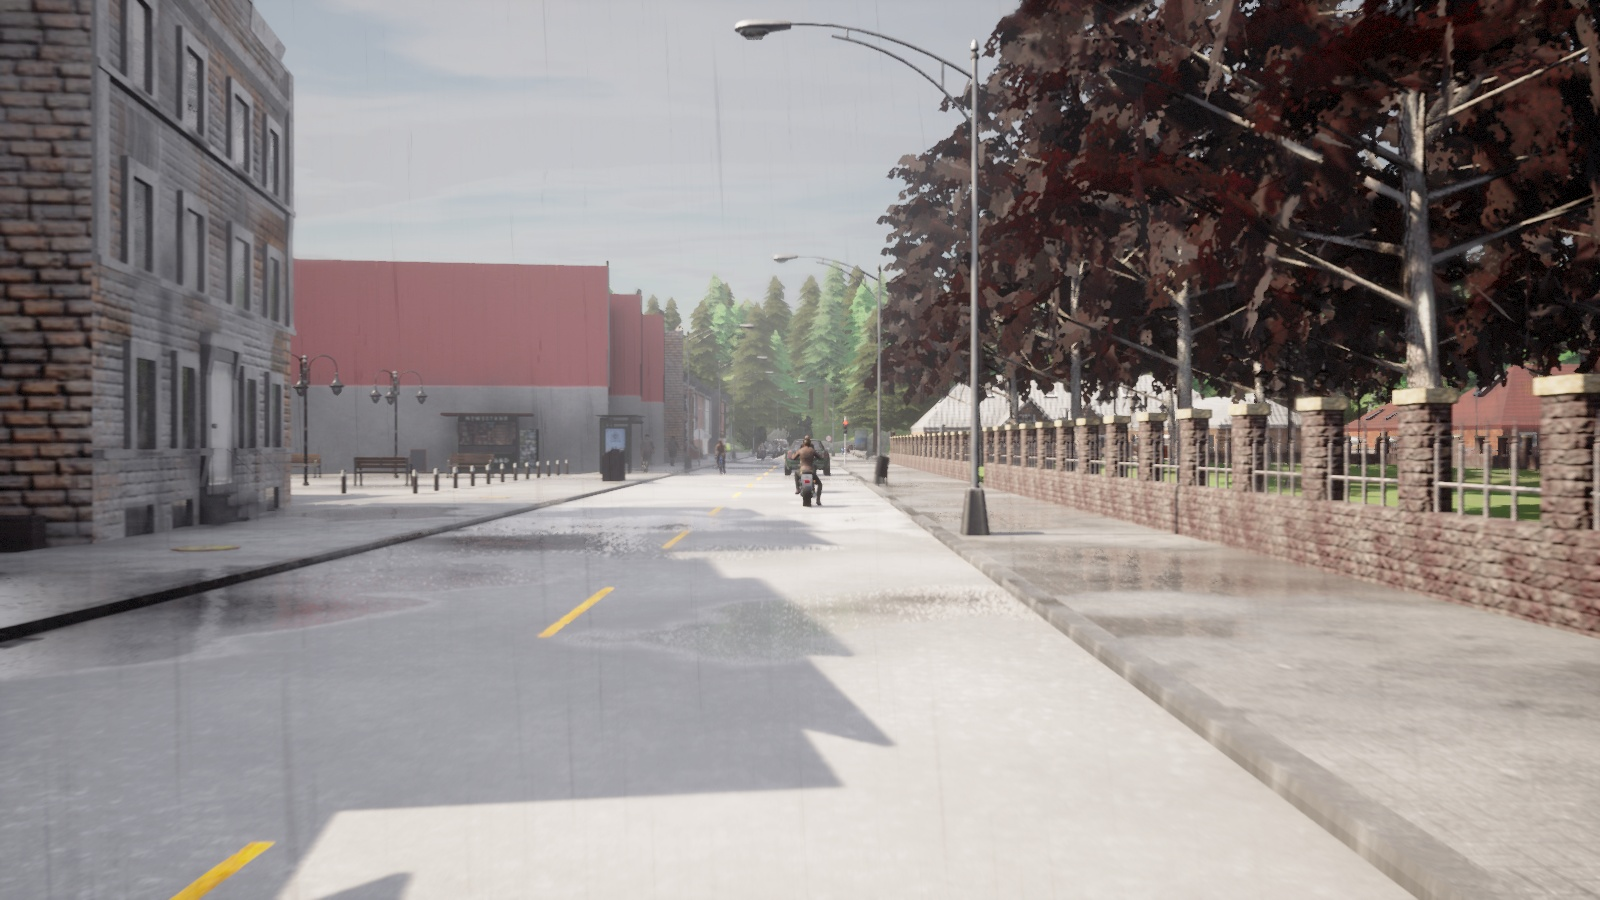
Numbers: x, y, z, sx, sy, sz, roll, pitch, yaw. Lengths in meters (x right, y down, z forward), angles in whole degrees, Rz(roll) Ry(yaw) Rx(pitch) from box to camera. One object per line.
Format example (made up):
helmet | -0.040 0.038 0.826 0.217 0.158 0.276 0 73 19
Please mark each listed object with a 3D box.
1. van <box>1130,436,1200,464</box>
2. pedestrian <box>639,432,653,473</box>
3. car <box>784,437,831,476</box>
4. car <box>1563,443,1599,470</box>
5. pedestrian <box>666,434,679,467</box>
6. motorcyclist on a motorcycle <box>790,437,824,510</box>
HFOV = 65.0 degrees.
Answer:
van | 26.462 -0.023 91.231 4.480 2.038 2.069 0 0 -1
pedestrian | -7.338 0.112 59.855 0.659 1.952 0.873 0 0 -7
car | 0.349 0.275 58.511 2.097 1.767 4.553 0 0 0
car | 45.695 0.357 71.795 1.789 1.549 3.705 0 0 -1
pedestrian | -7.721 0.018 76.032 0.659 1.952 0.873 0 0 2
motorcyclist on a motorcycle | 0.168 0.529 29.817 0.766 1.649 2.350 0 0 0
